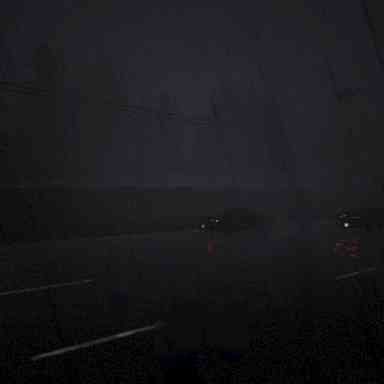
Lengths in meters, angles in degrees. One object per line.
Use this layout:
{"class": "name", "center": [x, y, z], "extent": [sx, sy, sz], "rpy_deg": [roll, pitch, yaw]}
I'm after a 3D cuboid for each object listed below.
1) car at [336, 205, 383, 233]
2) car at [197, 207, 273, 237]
{"class": "car", "center": [10.547, 1.549, 19.870], "extent": [4.892, 1.490, 1.837], "rpy_deg": [0, 0, -35]}
{"class": "car", "center": [2.450, 1.553, 18.392], "extent": [4.674, 1.442, 1.812], "rpy_deg": [0, 0, -35]}
